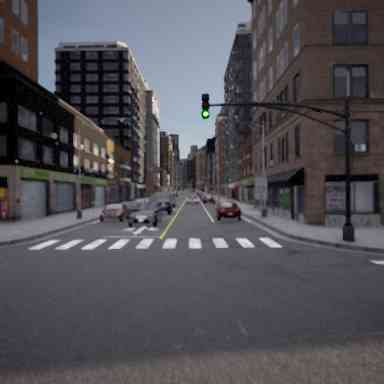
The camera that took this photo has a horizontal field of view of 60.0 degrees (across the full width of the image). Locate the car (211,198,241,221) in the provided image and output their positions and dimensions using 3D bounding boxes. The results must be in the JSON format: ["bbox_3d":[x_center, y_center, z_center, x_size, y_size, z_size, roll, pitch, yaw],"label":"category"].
[{"bbox_3d":[2.712,1.387,25.650,1.887,1.381,4.507,0,0,0],"label":"car"}]

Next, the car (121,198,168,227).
[{"bbox_3d":[-3.062,1.412,22.456,2.128,1.511,4.902,-1,0,0],"label":"car"}]

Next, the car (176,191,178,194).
[{"bbox_3d":[-5.668,0.778,87.111,2.192,1.841,5.009,0,0,0],"label":"car"}]

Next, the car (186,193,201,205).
[{"bbox_3d":[0.103,1.276,52.445,1.895,1.301,4.718,-1,0,0],"label":"car"}]

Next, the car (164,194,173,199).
[{"bbox_3d":[-5.683,1.090,81.528,1.802,1.307,4.206,0,0,0],"label":"car"}]

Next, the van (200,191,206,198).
[{"bbox_3d":[2.863,0.722,87.089,1.690,1.788,3.998,0,0,0],"label":"van"}]

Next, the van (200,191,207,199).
[{"bbox_3d":[2.849,0.766,81.504,1.690,1.788,3.998,0,0,0],"label":"van"}]

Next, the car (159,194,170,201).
[{"bbox_3d":[-5.713,1.160,70.356,1.947,1.339,4.313,0,0,0],"label":"car"}]

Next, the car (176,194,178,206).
[{"bbox_3d":[-3.006,1.318,43.577,2.033,1.411,5.357,-1,0,0],"label":"car"}]

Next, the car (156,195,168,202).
[{"bbox_3d":[-5.728,1.204,64.771,1.947,1.339,4.313,0,0,0],"label":"car"}]

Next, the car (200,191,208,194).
[{"bbox_3d":[2.795,1.038,59.163,1.967,1.590,4.097,0,0,0],"label":"car"}]

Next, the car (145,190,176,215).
[{"bbox_3d":[-3.038,1.070,32.701,2.150,2.045,5.566,-1,0,0],"label":"car"}]

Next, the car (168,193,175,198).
[{"bbox_3d":[-5.653,0.945,92.529,1.752,1.417,4.829,0,0,0],"label":"car"}]

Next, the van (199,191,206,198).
[{"bbox_3d":[2.876,0.677,92.676,1.690,1.788,3.998,0,0,0],"label":"van"}]

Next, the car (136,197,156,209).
[{"bbox_3d":[-5.788,1.356,42.428,2.008,1.369,4.403,0,0,0],"label":"car"}]

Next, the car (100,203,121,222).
[{"bbox_3d":[-5.832,1.507,25.671,1.802,1.307,4.206,0,0,0],"label":"car"}]

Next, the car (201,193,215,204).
[{"bbox_3d":[2.781,1.223,53.578,1.802,1.307,4.206,0,0,0],"label":"car"}]

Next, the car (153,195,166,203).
[{"bbox_3d":[-5.743,1.231,59.185,2.008,1.369,4.403,0,0,0],"label":"car"}]

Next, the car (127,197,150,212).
[{"bbox_3d":[-5.803,1.372,36.672,1.752,1.417,4.829,0,0,0],"label":"car"}]
